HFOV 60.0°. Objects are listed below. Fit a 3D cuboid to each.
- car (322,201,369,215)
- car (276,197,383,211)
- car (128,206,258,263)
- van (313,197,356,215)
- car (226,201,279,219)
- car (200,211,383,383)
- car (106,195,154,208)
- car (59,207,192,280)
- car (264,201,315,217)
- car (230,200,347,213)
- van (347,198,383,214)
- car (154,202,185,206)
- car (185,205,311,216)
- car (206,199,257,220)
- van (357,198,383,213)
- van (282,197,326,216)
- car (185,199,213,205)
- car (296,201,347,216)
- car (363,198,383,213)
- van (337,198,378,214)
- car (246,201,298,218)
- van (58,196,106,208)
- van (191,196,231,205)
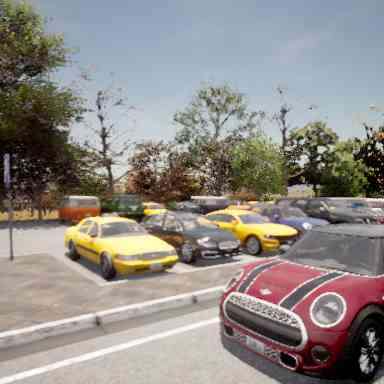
[{"bbox_3d":[19.385,1.933,42.141,2.097,1.535,5.008,1,-1,-35],"label":"car"},{"bbox_3d":[6.523,1.322,16.876,2.435,2.045,5.566,1,-1,-35],"label":"car"},{"bbox_3d":[-0.275,1.481,12.073,2.231,1.521,4.892,1,0,-35],"label":"car"},{"bbox_3d":[17.203,1.667,40.436,1.878,1.987,4.442,1,-1,-35],"label":"van"},{"bbox_3d":[5.754,1.693,32.416,2.097,1.535,5.008,1,-1,-35],"label":"car"},{"bbox_3d":[2.633,1.365,5.562,4.553,1.767,2.097,0,0,-35],"label":"car"},{"bbox_3d":[-5.437,1.254,24.483,2.435,2.045,5.566,1,0,-35],"label":"car"},{"bbox_3d":[-2.419,1.461,10.311,1.946,1.575,5.366,1,0,-35],"label":"car"},{"bbox_3d":[10.369,1.776,35.703,2.231,1.521,4.892,1,-1,-35],"label":"car"},{"bbox_3d":[4.230,1.411,15.315,2.185,1.767,4.553,1,-1,-35],"label":"car"},{"bbox_3d":[23.821,1.848,45.438,1.878,1.987,4.442,2,-1,-35],"label":"van"},{"bbox_3d":[-3.061,1.536,25.914,1.946,1.575,5.366,1,0,-35],"label":"car"},{"bbox_3d":[1.982,1.504,13.682,2.097,1.535,5.008,1,0,-35],"label":"car"},{"bbox_3d":[3.617,1.530,30.861,2.185,1.767,4.553,1,-1,-35],"label":"car"},{"bbox_3d":[25.974,1.928,46.972,1.878,1.987,4.442,2,-1,-35],"label":"van"},{"bbox_3d":[12.556,1.588,37.412,1.878,1.987,4.442,1,-1,-35],"label":"van"},{"bbox_3d":[-0.911,1.578,27.666,2.231,1.521,4.892,1,-1,-35],"label":"car"},{"bbox_3d":[14.985,1.851,38.773,1.946,1.575,5.366,1,-1,-35],"label":"car"},{"bbox_3d":[28.314,1.987,48.461,2.435,2.045,5.566,2,-1,-35],"label":"car"},{"bbox_3d":[21.593,1.760,43.564,1.878,1.987,4.442,2,-1,-35],"label":"van"},{"bbox_3d":[8.112,1.735,34.096,2.097,1.535,5.008,1,-1,-35],"label":"car"},{"bbox_3d":[-7.845,1.255,22.878,1.878,1.987,4.442,1,0,-35],"label":"van"},{"bbox_3d":[1.276,1.390,29.375,1.878,1.987,4.442,1,-1,-35],"label":"van"}]
